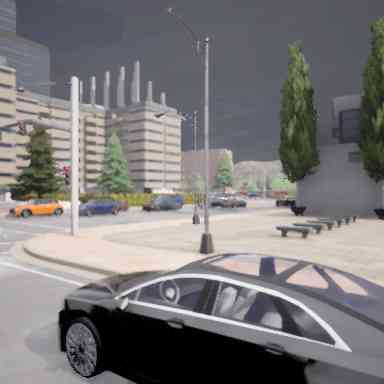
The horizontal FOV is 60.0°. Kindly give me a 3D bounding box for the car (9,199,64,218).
[{"bbox_3d":[-14.498,1.419,31.052,2.097,1.767,4.553,0,0,39],"label":"car"}]

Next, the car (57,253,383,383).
[{"bbox_3d":[0.385,1.499,3.885,4.902,1.511,2.128,0,0,36],"label":"car"}]

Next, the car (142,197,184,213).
[{"bbox_3d":[-3.515,1.626,39.511,2.033,1.411,5.357,0,0,37],"label":"car"}]

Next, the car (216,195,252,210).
[{"bbox_3d":[5.824,1.578,45.605,2.128,1.511,4.902,0,0,37],"label":"car"}]

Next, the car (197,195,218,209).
[{"bbox_3d":[2.819,1.584,47.748,2.128,1.511,4.902,0,0,38],"label":"car"}]

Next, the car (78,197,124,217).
[{"bbox_3d":[-9.283,1.419,31.994,2.097,1.767,4.553,0,0,38],"label":"car"}]

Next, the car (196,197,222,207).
[{"bbox_3d":[2.778,1.629,53.417,1.812,1.442,4.674,0,0,38],"label":"car"}]

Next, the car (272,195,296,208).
[{"bbox_3d":[14.569,1.572,51.256,1.882,1.535,5.008,0,0,38],"label":"car"}]

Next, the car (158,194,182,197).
[{"bbox_3d":[-3.468,1.312,45.316,2.150,2.045,5.566,0,0,37],"label":"car"}]

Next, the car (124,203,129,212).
[{"bbox_3d":[-9.193,1.642,37.853,1.994,1.385,4.181,0,0,38],"label":"car"}]
